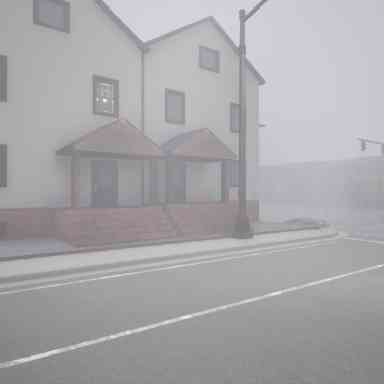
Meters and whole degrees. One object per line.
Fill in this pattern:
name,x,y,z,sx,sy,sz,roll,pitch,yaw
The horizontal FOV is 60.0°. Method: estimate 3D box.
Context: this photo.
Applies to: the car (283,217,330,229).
car,9.791,3.009,29.614,1.837,1.490,4.892,-1,-12,-36
